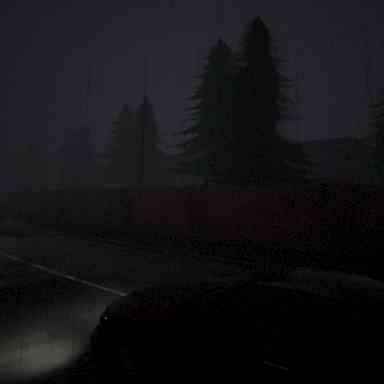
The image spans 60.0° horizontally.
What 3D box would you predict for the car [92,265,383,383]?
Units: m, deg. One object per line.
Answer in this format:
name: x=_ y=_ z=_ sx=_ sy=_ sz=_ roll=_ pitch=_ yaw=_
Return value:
car: x=0.950 y=1.536 z=3.460 sx=4.674 sy=1.442 sz=1.812 roll=0 pitch=0 yaw=37
